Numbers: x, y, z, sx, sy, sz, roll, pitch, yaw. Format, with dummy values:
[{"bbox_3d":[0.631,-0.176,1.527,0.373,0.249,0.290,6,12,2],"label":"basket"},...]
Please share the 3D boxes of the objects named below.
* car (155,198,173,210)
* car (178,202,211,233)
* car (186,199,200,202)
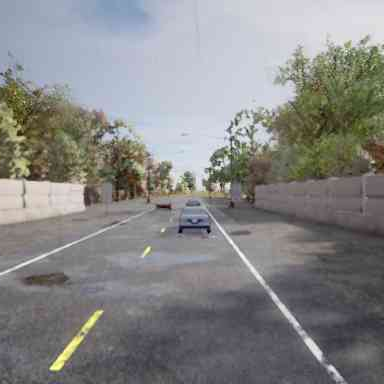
[{"bbox_3d":[-3.499,1.484,42.247,1.882,1.535,5.008,0,0,0],"label":"car"},{"bbox_3d":[0.145,1.559,19.901,2.033,1.411,5.357,0,0,0],"label":"car"},{"bbox_3d":[0.145,1.572,45.244,1.994,1.385,4.181,0,0,0],"label":"car"}]
